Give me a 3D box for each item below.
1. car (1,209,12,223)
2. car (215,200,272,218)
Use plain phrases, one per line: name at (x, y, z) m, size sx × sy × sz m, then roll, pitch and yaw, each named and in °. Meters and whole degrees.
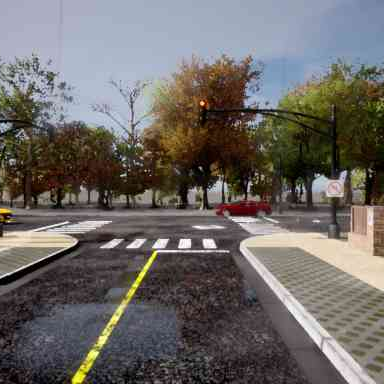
car at (-15.084, 1.423, 22.922) m, size 5.008 × 1.535 × 1.882 m, roll 0°, pitch 0°, yaw 0°
car at (4.550, 1.505, 29.606) m, size 5.008 × 1.535 × 1.882 m, roll 0°, pitch 0°, yaw 0°
